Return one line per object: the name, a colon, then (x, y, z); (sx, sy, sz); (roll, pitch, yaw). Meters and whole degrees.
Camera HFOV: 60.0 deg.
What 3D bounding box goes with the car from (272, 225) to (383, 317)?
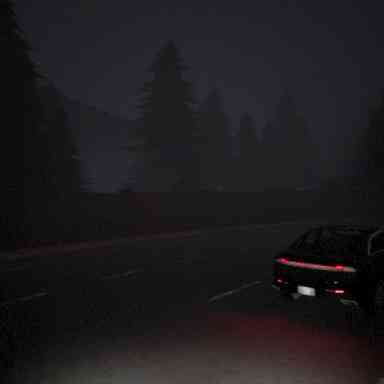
car: (3.670, 1.496, 7.571); (2.128, 1.511, 4.902); (-2, -1, 44)
